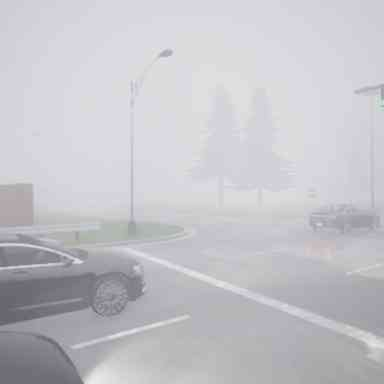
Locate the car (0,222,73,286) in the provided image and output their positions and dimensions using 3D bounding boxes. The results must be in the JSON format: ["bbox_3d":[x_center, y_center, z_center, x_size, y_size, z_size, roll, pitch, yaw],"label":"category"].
[{"bbox_3d":[-5.659,1.600,8.307,4.718,1.301,1.895,0,0,-35],"label":"car"}]

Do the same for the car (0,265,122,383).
[{"bbox_3d":[-2.680,1.568,1.838,4.181,1.385,1.994,0,0,-35],"label":"car"}]

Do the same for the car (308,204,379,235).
[{"bbox_3d":[8.479,1.420,18.388,4.902,1.511,2.128,0,0,-35],"label":"car"}]

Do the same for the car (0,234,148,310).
[{"bbox_3d":[-3.161,1.489,5.791,4.902,1.511,2.128,0,0,-35],"label":"car"}]
